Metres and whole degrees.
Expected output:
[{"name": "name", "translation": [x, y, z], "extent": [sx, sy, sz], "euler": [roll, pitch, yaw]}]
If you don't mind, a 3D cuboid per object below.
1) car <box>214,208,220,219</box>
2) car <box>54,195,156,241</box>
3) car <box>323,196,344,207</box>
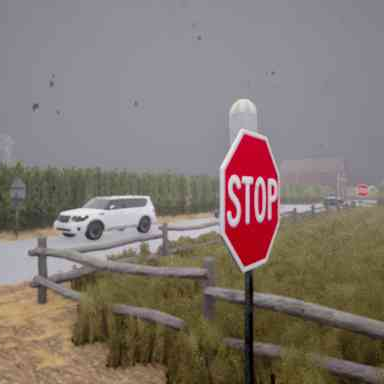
[{"name": "car", "translation": [3.581, 1.535, 28.289], "extent": [1.994, 1.385, 4.181], "euler": [0, 0, 36]}, {"name": "car", "translation": [-4.264, 1.214, 17.340], "extent": [2.150, 2.045, 5.566], "euler": [0, 0, 36]}, {"name": "car", "translation": [18.656, 1.299, 43.800], "extent": [1.837, 1.490, 4.892], "euler": [0, 0, 36]}]
